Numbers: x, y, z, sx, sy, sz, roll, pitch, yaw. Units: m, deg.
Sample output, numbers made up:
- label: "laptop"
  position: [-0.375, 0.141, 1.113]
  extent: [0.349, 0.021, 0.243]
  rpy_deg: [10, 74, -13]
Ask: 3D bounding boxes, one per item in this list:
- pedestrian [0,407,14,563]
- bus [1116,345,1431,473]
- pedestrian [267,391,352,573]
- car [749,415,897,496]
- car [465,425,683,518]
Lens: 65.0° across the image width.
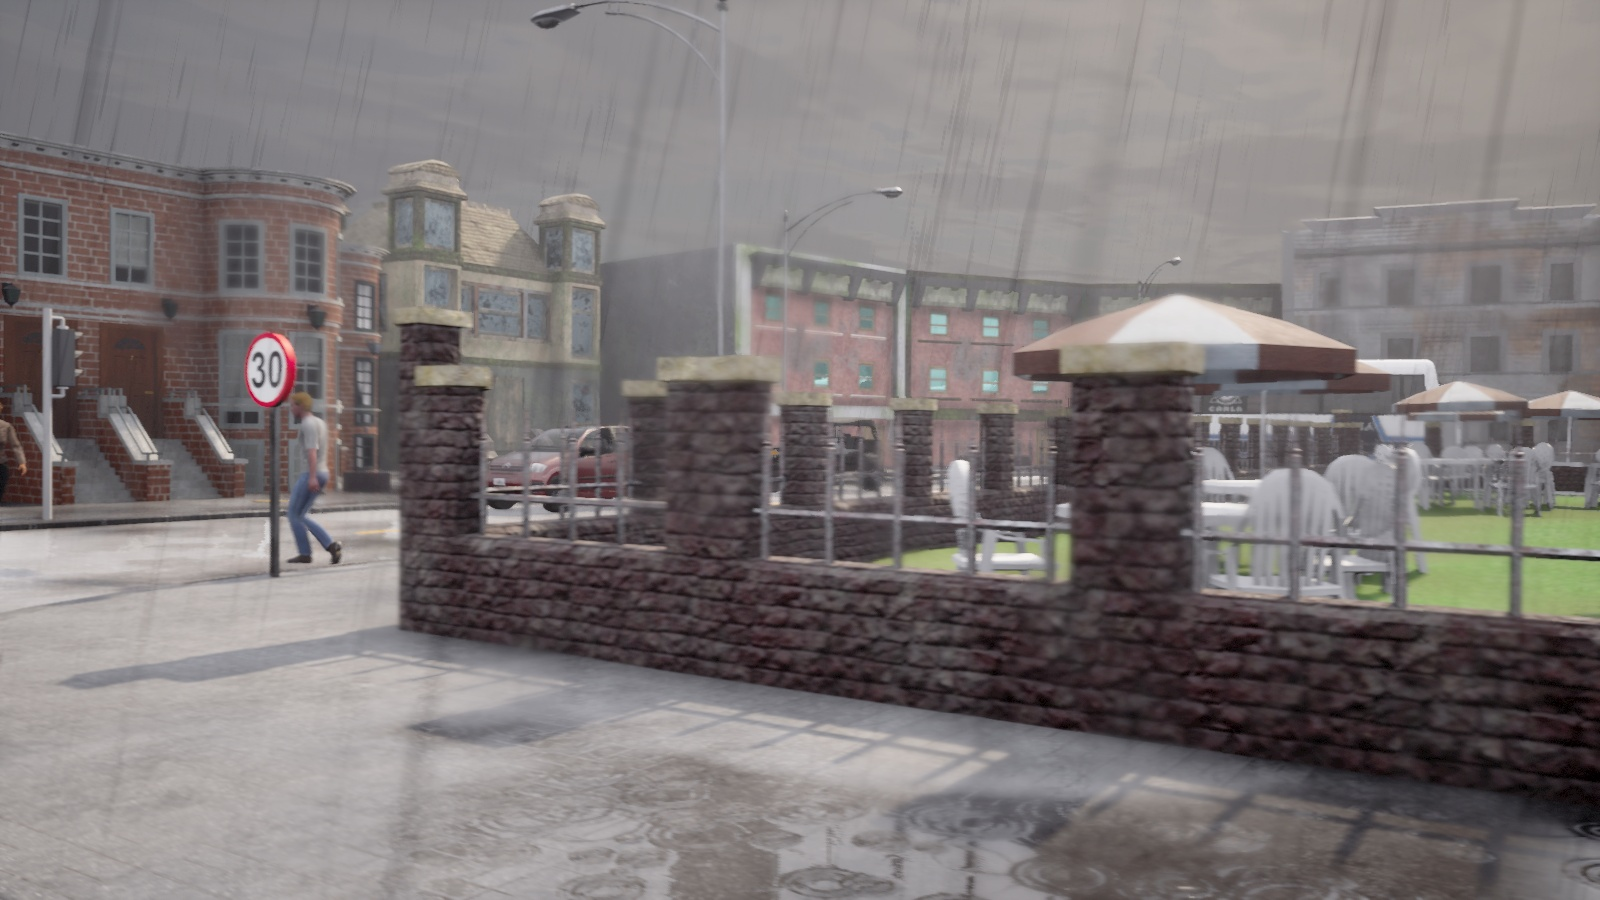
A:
- label: "pedestrian"
  position: [-9.637, 0.410, 15.004]
  extent: [0.331, 1.846, 0.634]
  rpy_deg: [-1, 1, -38]
- label: "bus"
  position: [16.964, -1.427, 45.604]
  extent: [10.273, 4.253, 3.944]
  rpy_deg: [0, 1, 21]
- label: "pedestrian"
  position: [-5.021, 0.318, 12.880]
  extent: [0.706, 1.836, 0.354]
  rpy_deg: [-1, 1, -1]
- label: "car"
  position: [0.633, 0.097, 31.412]
  extent: [1.905, 1.878, 3.866]
  rpy_deg: [0, 1, 33]
- label: "car"
  position: [-4.229, 0.344, 24.073]
  extent: [1.851, 1.617, 3.988]
  rpy_deg: [0, 1, 34]
